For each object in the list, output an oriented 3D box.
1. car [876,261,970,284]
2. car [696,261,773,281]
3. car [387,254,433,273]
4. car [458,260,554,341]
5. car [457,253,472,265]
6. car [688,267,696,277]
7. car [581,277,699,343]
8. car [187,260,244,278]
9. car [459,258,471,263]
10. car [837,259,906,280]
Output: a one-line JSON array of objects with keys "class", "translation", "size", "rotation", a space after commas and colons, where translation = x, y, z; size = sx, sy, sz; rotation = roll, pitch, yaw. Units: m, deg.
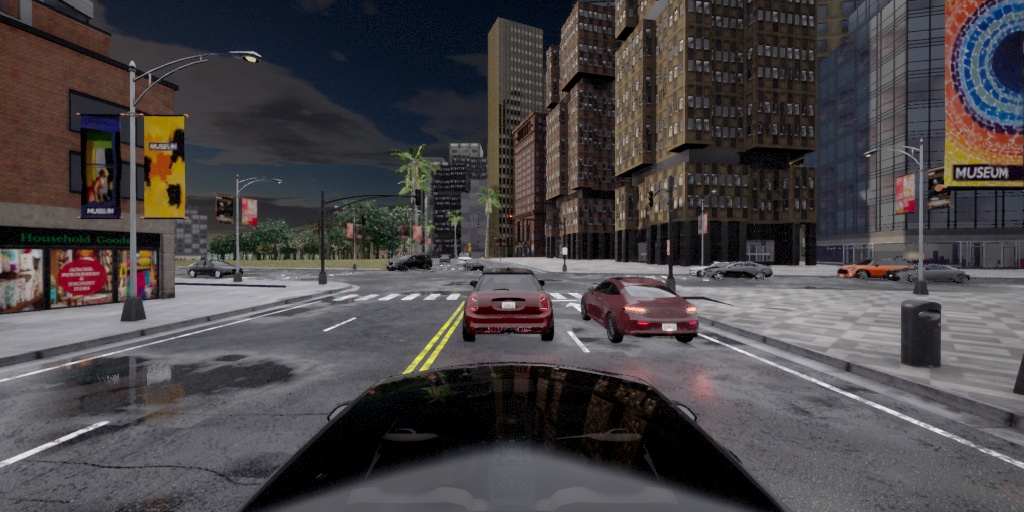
[{"class": "car", "translation": [29.691, 1.259, 25.809], "size": [4.181, 1.385, 1.994], "rotation": [0, 0, 14]}, {"class": "car", "translation": [17.873, 1.180, 28.601], "size": [4.902, 1.511, 2.128], "rotation": [0, 0, 13]}, {"class": "car", "translation": [-11.825, 0.813, 42.064], "size": [2.150, 2.045, 5.566], "rotation": [3, 2, 37]}, {"class": "car", "translation": [-0.122, 1.101, 10.014], "size": [2.097, 1.767, 4.553], "rotation": [0, 0, -1]}, {"class": "car", "translation": [-7.884, 0.585, 59.093], "size": [2.150, 2.045, 5.566], "rotation": [0, 1, -8]}, {"class": "car", "translation": [18.243, 1.201, 31.854], "size": [4.674, 1.442, 1.812], "rotation": [0, 0, 13]}, {"class": "car", "translation": [3.137, 1.274, 9.579], "size": [1.812, 1.442, 4.674], "rotation": [0, 0, -1]}, {"class": "car", "translation": [-26.586, 1.154, 32.121], "size": [4.892, 1.490, 1.837], "rotation": [0, 0, 13]}, {"class": "car", "translation": [-4.386, 1.204, 41.181], "size": [1.895, 1.301, 4.718], "rotation": [0, 1, -19]}, {"class": "car", "translation": [29.508, 1.035, 29.190], "size": [4.553, 1.767, 2.097], "rotation": [0, 0, 13]}]
